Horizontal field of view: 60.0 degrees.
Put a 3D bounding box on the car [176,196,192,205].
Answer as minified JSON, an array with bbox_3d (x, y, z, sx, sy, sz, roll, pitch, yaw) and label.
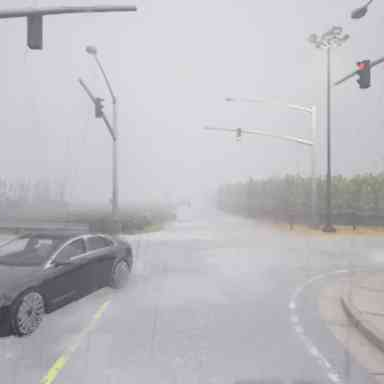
[{"bbox_3d":[-1.274,1.449,51.999,2.150,2.045,5.566,0,0,-3],"label":"car"}]

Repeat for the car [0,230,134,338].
[{"bbox_3d":[-2.965,1.604,6.939,2.128,1.511,4.902,-1,-1,18],"label":"car"}]
